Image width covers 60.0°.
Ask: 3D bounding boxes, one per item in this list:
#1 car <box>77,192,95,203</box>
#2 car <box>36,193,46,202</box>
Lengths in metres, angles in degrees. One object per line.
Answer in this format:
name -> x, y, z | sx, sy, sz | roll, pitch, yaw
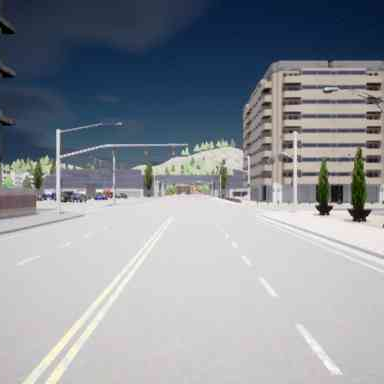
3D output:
car -> -26.710, 1.360, 83.848 | 1.970, 1.475, 3.806 | 0, 0, 0
car -> -32.532, 1.357, 68.766 | 1.970, 1.475, 3.806 | 0, 0, 0
